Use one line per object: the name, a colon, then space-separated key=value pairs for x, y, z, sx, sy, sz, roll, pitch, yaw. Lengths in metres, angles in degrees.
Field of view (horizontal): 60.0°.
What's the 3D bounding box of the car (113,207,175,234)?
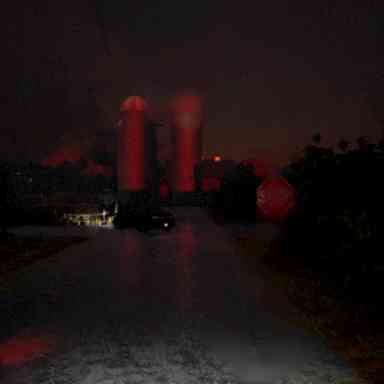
car: x=-3.078 y=1.684 z=20.547 sx=2.128 sy=1.511 sz=4.902 roll=2 pitch=-2 yaw=-41
